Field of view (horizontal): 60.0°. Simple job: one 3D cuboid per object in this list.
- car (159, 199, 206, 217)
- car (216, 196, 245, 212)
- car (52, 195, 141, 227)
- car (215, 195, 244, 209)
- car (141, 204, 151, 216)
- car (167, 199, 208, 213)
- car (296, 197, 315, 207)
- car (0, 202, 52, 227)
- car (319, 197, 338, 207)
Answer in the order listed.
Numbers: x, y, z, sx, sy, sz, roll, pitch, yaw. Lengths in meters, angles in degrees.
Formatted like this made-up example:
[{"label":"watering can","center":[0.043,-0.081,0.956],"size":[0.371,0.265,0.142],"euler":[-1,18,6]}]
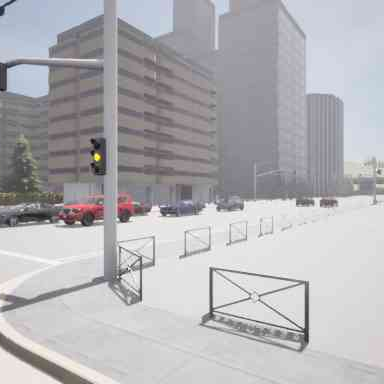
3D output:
[{"label":"car","center":[-1.005,1.599,31.562],"size":[1.895,1.301,4.718],"euler":[0,0,35]},{"label":"car","center":[4.678,1.523,39.785],"size":[1.812,1.442,4.674],"euler":[0,0,35]},{"label":"car","center":[-6.547,1.219,23.516],"size":[2.150,2.045,5.566],"euler":[0,0,35]},{"label":"car","center":[5.382,1.349,46.932],"size":[2.097,1.767,4.553],"euler":[0,0,35]},{"label":"car","center":[-5.952,1.598,30.549],"size":[1.895,1.301,4.718],"euler":[0,0,35]},{"label":"car","center":[-0.408,1.545,38.594],"size":[2.033,1.411,5.357],"euler":[0,0,35]},{"label":"car","center":[17.946,1.476,52.544],"size":[1.882,1.535,5.008],"euler":[0,0,35]},{"label":"car","center":[-11.209,1.489,22.916],"size":[2.128,1.511,4.902],"euler":[0,0,35]},{"label":"car","center":[20.870,1.476,50.651],"size":[1.882,1.535,5.008],"euler":[0,0,35]}]
